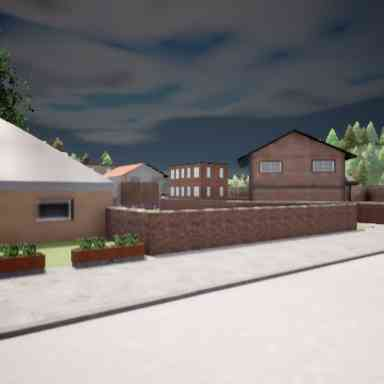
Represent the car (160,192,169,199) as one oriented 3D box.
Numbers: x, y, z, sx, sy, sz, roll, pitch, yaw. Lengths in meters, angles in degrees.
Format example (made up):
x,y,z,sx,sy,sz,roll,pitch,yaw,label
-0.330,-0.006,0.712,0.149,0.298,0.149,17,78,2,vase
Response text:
x,y,z,sx,sy,sz,roll,pitch,yaw,label
-3.914,0.927,46.049,1.905,1.878,3.866,0,0,-35,car
